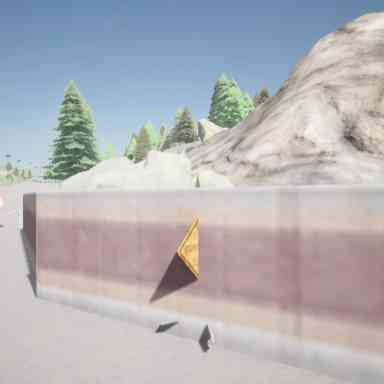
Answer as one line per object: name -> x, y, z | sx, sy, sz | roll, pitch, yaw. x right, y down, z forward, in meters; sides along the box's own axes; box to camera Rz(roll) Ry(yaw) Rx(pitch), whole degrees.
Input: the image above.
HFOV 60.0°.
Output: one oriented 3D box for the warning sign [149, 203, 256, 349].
warning sign -> 0.191, 1.121, 5.172 | 1.060, 1.860, 1.300 | -1, 0, 40
